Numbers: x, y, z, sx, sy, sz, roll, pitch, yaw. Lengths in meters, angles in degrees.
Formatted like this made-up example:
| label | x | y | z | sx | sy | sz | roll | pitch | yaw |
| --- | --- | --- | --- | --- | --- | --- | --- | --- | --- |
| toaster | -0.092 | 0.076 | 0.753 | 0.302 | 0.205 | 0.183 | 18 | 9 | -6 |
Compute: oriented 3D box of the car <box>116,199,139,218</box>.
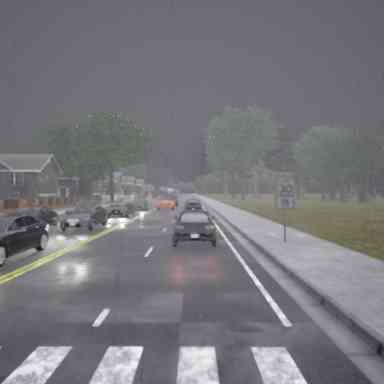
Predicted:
| label | x | y | z | sx | sy | sz | roll | pitch | yaw |
| --- | --- | --- | --- | --- | --- | --- | --- | --- | --- |
| car | -6.537 | 1.584 | 30.782 | 1.994 | 1.385 | 4.181 | 0 | 0 | 1 |

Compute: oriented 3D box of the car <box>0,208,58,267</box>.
| label | x | y | z | sx | sy | sz | roll | pitch | yaw |
| --- | --- | --- | --- | --- | --- | --- | --- | --- | --- |
| car | -6.590 | 1.514 | 11.405 | 1.837 | 1.490 | 4.892 | 0 | 0 | 0 |

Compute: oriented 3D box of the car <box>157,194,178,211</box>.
| label | x | y | z | sx | sy | sz | roll | pitch | yaw |
| --- | --- | --- | --- | --- | --- | --- | --- | --- | --- |
| car | -3.233 | 1.378 | 41.995 | 2.097 | 1.767 | 4.553 | 0 | 0 | 0 |

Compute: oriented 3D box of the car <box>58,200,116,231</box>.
| label | x | y | z | sx | sy | sz | roll | pitch | yaw |
| --- | --- | --- | --- | --- | --- | --- | --- | --- | --- |
| car | -6.582 | 1.506 | 20.777 | 2.128 | 1.511 | 4.902 | 0 | 0 | 0 |

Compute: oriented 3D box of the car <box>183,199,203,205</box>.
| label | x | y | z | sx | sy | sz | roll | pitch | yaw |
| --- | --- | --- | --- | --- | --- | --- | --- | --- | --- |
| car | 0.116 | 1.528 | 36.466 | 1.837 | 1.490 | 4.892 | 0 | 0 | 0 |

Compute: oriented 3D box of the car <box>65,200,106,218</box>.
| label | x | y | z | sx | sy | sz | roll | pitch | yaw |
| --- | --- | --- | --- | --- | --- | --- | --- | --- | --- |
| car | -9.780 | 1.512 | 30.979 | 2.128 | 1.511 | 4.902 | 0 | 0 | 1 |

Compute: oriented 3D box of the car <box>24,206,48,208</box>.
| label | x | y | z | sx | sy | sz | roll | pitch | yaw |
| --- | --- | --- | --- | --- | --- | --- | --- | --- | --- |
| car | -9.825 | 1.578 | 20.601 | 1.994 | 1.385 | 4.181 | 0 | 0 | 1 |

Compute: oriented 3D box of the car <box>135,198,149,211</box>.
| label | x | y | z | sx | sy | sz | roll | pitch | yaw |
| --- | --- | --- | --- | --- | --- | --- | --- | --- | --- |
| car | -6.496 | 1.531 | 41.169 | 1.837 | 1.490 | 4.892 | 0 | 0 | 1 |

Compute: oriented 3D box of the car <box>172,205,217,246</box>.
| label | x | y | z | sx | sy | sz | roll | pitch | yaw |
| --- | --- | --- | --- | --- | --- | --- | --- | --- | --- |
| car | 0.107 | 1.537 | 15.248 | 1.812 | 1.442 | 4.674 | 0 | 0 | 0 |
